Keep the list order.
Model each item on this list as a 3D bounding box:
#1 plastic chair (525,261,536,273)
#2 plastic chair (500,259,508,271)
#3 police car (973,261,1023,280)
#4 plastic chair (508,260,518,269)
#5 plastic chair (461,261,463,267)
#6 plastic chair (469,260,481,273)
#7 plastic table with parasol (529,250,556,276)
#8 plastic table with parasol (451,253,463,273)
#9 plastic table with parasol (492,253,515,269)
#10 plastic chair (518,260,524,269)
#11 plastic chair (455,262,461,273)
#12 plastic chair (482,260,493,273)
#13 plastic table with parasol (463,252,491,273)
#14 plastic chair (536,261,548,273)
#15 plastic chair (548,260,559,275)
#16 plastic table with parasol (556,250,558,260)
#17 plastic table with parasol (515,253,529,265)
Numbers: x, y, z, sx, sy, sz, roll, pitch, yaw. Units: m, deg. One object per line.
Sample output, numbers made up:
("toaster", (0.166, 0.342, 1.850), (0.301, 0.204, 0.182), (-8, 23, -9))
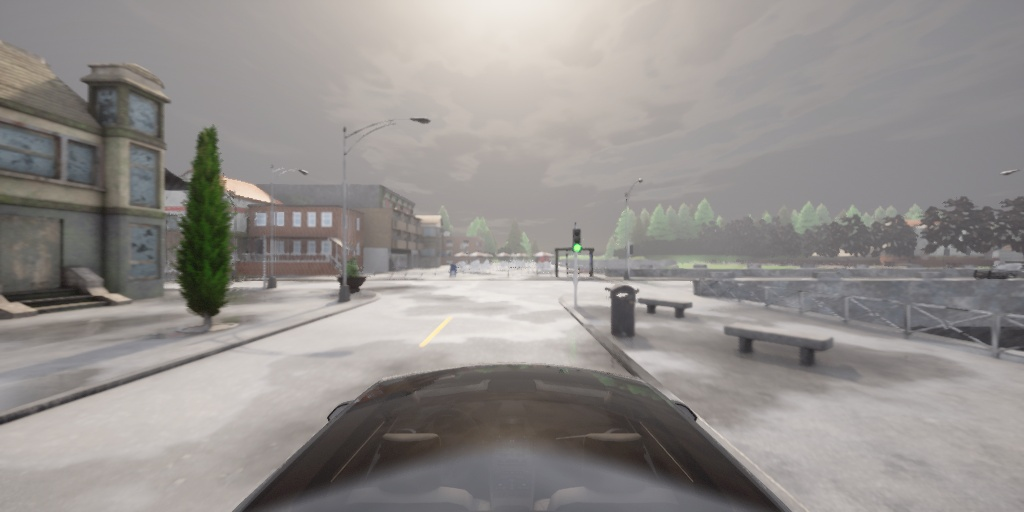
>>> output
("plastic chair", (2.246, 1.370, 42.994), (0.730, 1.272, 0.750), (0, 0, 0))
("plastic chair", (-1.253, 1.384, 49.494), (0.750, 1.272, 0.730), (0, 0, 0))
("police car", (38.905, 1.233, 27.799), (5.238, 1.638, 1.930), (0, 0, 0))
("plastic chair", (0.147, 1.386, 50.594), (0.730, 1.272, 0.750), (0, 0, 0))
("plastic chair", (-5.554, 1.371, 43.795), (0.730, 1.272, 0.750), (0, 0, 0))
("plastic chair", (-4.354, 1.369, 42.495), (0.750, 1.272, 0.730), (0, 0, 0))
("plastic table with parasol", (3.586, 0.766, 42.964), (2.482, 2.480, 2.482), (0, 0, 0))
("plastic table with parasol", (-7.123, 0.782, 50.305), (2.482, 2.480, 2.482), (0, 0, 0))
("plastic table with parasol", (-1.203, 0.783, 50.694), (2.482, 2.480, 2.482), (0, 0, 0))
("plastic chair", (1.051, 1.401, 57.126), (0.750, 1.272, 0.730), (0, 0, -1))
("plastic chair", (-7.050, 1.383, 49.127), (0.750, 1.272, 0.730), (0, 0, -1))
("plastic chair", (-2.954, 1.371, 43.595), (0.730, 1.272, 0.750), (0, 0, 0))
("plastic table with parasol", (-4.234, 0.767, 43.715), (2.482, 2.480, 2.482), (0, 0, 0))
("plastic chair", (3.446, 1.367, 41.694), (0.750, 1.272, 0.730), (0, 0, 0))
("plastic chair", (4.846, 1.369, 42.794), (0.730, 1.272, 0.750), (0, 0, 0))
("plastic table with parasol", (4.997, 0.785, 51.594), (2.482, 2.480, 2.482), (0, 0, 0))
("plastic table with parasol", (1.167, 0.799, 58.304), (2.482, 2.480, 2.482), (0, 0, 0))
